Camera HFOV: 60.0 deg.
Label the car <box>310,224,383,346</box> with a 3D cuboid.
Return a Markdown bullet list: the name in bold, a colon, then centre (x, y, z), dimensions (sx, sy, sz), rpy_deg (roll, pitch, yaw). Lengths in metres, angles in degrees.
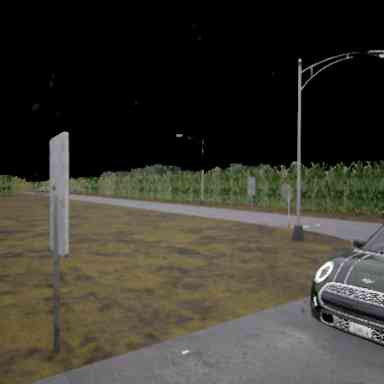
- **car**: centre (4.147, 1.282, 5.863), dimensions (4.553, 1.767, 2.097), rpy_deg (-1, 0, -35)

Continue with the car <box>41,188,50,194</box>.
- **car**: centre (-35.825, -0.271, 84.152), dimensions (2.128, 1.511, 4.902), rpy_deg (0, 1, -35)
